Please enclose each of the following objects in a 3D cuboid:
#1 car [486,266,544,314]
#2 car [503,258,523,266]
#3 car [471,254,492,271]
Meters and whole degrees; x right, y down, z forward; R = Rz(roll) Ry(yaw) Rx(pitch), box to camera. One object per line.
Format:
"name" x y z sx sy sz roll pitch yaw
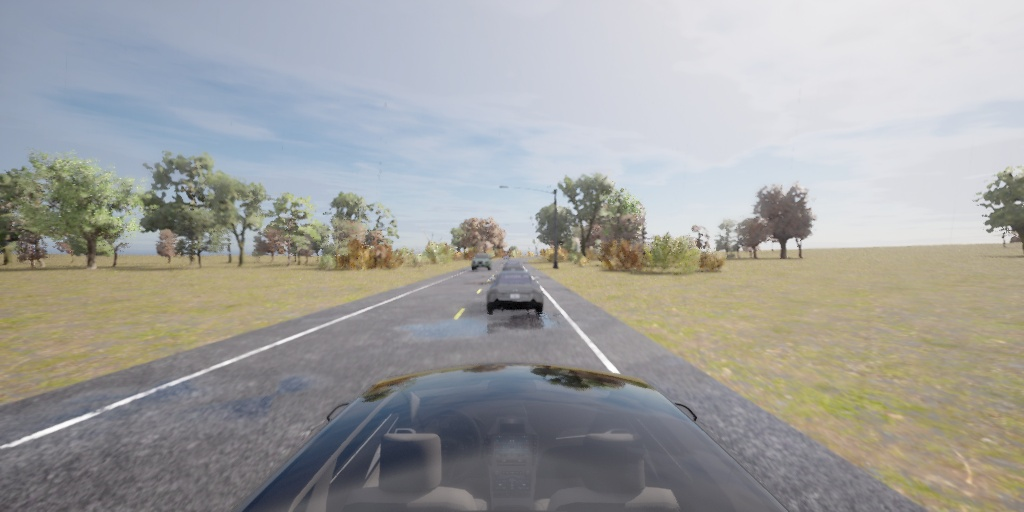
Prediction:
"car" 0.097 1.241 13.476 1.994 1.385 4.181 0 0 0
"car" 0.091 1.116 33.547 1.994 1.385 4.181 0 0 0
"car" -3.582 0.716 43.252 2.150 2.045 5.566 0 0 0
